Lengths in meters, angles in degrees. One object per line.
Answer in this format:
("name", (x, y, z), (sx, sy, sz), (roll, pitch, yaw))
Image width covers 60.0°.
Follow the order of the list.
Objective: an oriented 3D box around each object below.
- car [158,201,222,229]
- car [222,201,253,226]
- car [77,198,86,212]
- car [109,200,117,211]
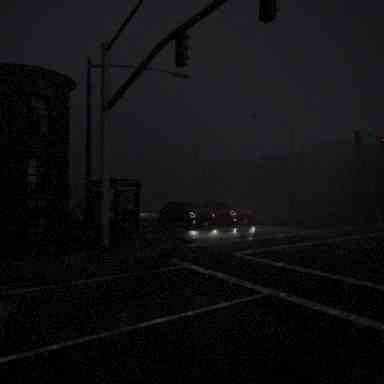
("car", (-0.419, 1.445, 22.692), (2.097, 1.767, 4.553), (0, -1, -35))
("car", (2.391, 1.469, 24.780), (2.097, 1.767, 4.553), (0, 0, -35))
("car", (-11.755, 1.444, 38.699), (2.097, 1.767, 4.553), (0, 0, -35))
("car", (-8.562, 1.608, 40.242), (2.128, 1.511, 4.902), (0, 0, -35))
